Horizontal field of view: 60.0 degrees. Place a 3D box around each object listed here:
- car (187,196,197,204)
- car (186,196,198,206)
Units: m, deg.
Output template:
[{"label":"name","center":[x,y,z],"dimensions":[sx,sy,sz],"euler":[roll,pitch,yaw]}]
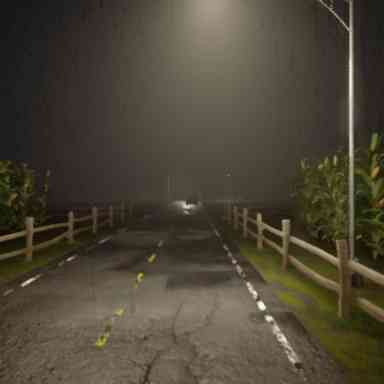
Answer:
[{"label":"car","center":[0.013,1.649,67.871],"dimensions":[1.882,1.535,5.008],"euler":[0,0,0]},{"label":"car","center":[0.011,1.496,57.924],"dimensions":[2.097,1.767,4.553],"euler":[0,0,0]}]
